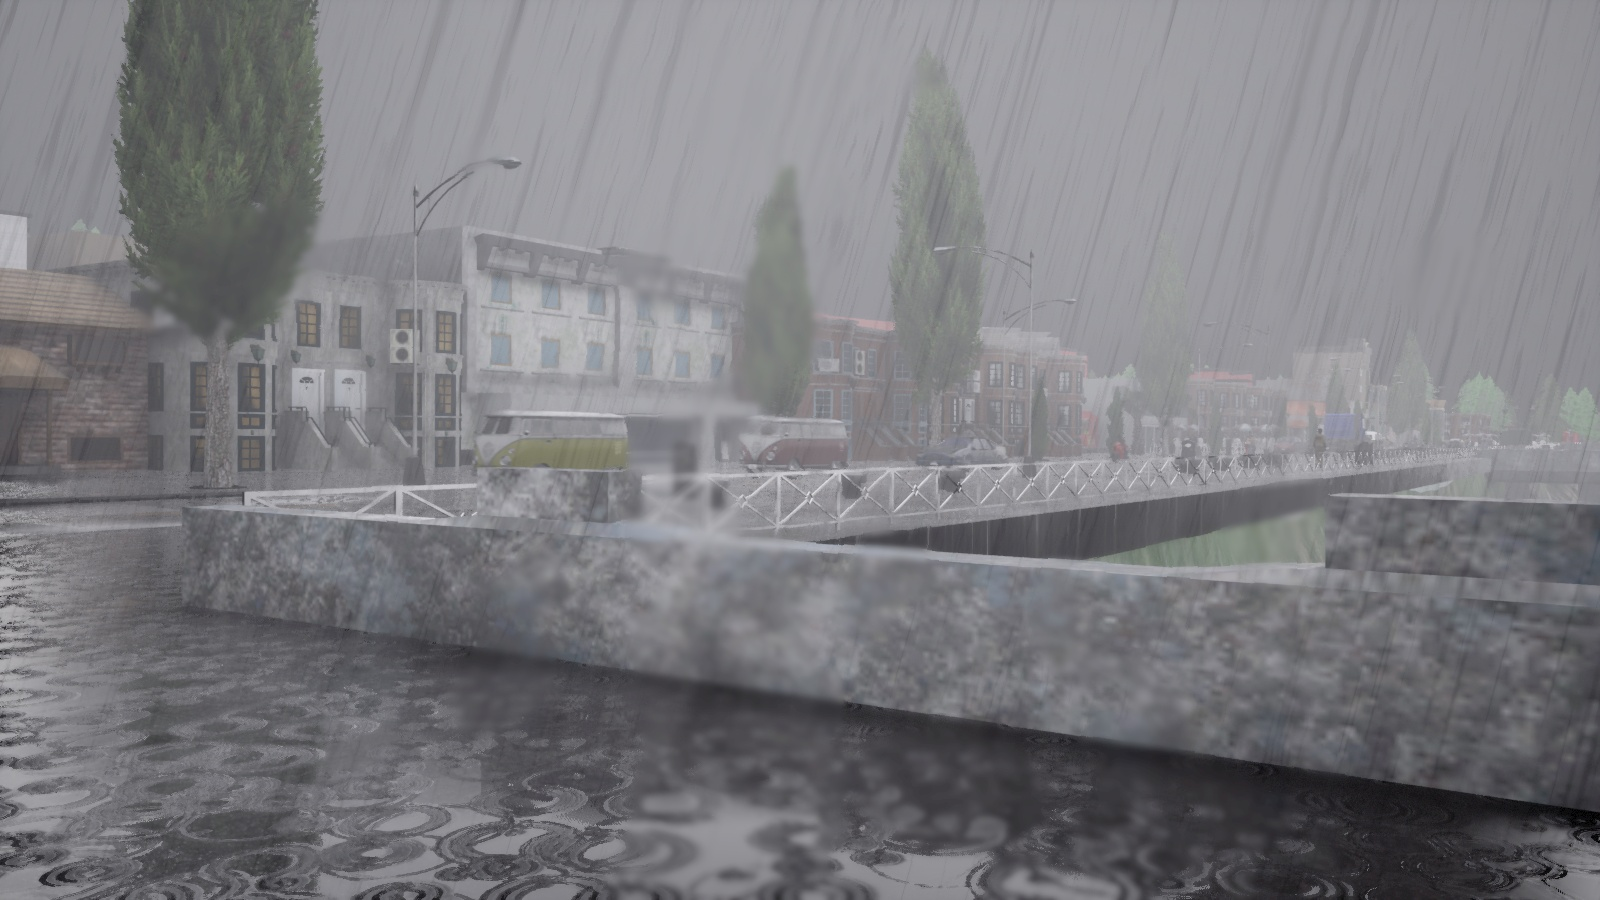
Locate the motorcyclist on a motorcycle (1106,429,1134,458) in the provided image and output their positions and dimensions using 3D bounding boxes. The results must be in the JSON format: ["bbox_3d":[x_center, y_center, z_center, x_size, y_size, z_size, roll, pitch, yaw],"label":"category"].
[{"bbox_3d":[17.140,-0.359,67.224,0.797,1.523,2.044,0,1,34],"label":"motorcyclist on a motorcycle"}]

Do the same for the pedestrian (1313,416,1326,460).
[{"bbox_3d":[22.926,-0.523,55.416,0.396,1.930,0.692,0,1,37],"label":"pedestrian"}]

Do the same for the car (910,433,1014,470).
[{"bbox_3d":[6.709,0.015,51.501,2.033,1.411,5.357,0,1,34],"label":"car"}]

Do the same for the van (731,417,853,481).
[{"bbox_3d":[-0.199,-0.075,41.089,1.775,1.987,4.442,0,1,34],"label":"van"}]

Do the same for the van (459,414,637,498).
[{"bbox_3d":[-6.303,0.106,31.888,1.775,1.987,4.442,0,1,34],"label":"van"}]
